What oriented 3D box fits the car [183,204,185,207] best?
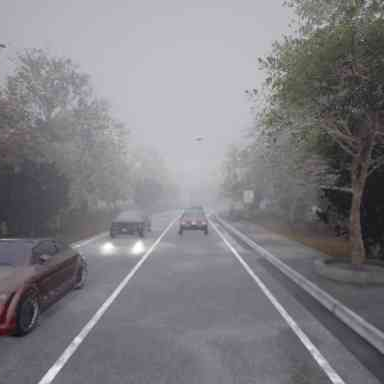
[{"bbox_3d":[-0.409,2.704,62.955,2.128,1.511,4.902,1,-1,12],"label":"car"}]

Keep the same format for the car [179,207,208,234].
[{"bbox_3d":[0.088,1.925,22.097,2.033,1.411,5.357,0,-1,0],"label":"car"}]

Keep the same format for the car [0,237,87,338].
[{"bbox_3d":[-3.587,1.625,6.591,1.994,1.385,4.181,0,-1,0],"label":"car"}]

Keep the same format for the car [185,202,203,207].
[{"bbox_3d":[0.636,2.344,44.407,2.128,1.511,4.902,0,-1,4],"label":"car"}]

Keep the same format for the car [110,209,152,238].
[{"bbox_3d":[-3.580,1.816,20.207,1.882,1.535,5.008,0,-1,0],"label":"car"}]
